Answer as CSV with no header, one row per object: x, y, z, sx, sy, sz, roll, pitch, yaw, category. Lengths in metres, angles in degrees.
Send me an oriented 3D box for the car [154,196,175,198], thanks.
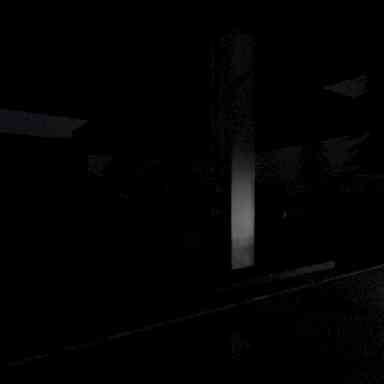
-1.985,1.329,30.599,3.866,1.878,1.905,0,0,-36,car

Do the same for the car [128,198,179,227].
-2.187,1.492,23.469,4.611,1.667,2.242,0,0,-36,car
